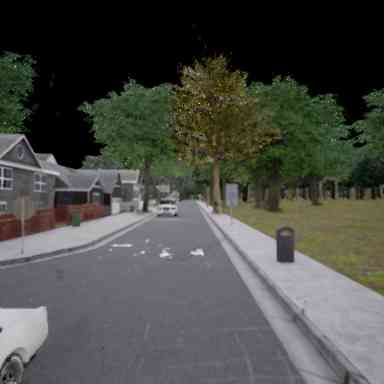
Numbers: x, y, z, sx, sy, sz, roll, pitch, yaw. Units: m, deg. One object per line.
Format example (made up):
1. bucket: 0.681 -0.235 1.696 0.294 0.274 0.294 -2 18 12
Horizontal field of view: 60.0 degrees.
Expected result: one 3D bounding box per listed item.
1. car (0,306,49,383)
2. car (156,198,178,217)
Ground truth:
1. car: -2.762 1.635 2.044 1.895 1.301 4.718 0 -1 0
2. car: -2.746 1.740 37.931 2.150 2.045 5.566 0 0 0
